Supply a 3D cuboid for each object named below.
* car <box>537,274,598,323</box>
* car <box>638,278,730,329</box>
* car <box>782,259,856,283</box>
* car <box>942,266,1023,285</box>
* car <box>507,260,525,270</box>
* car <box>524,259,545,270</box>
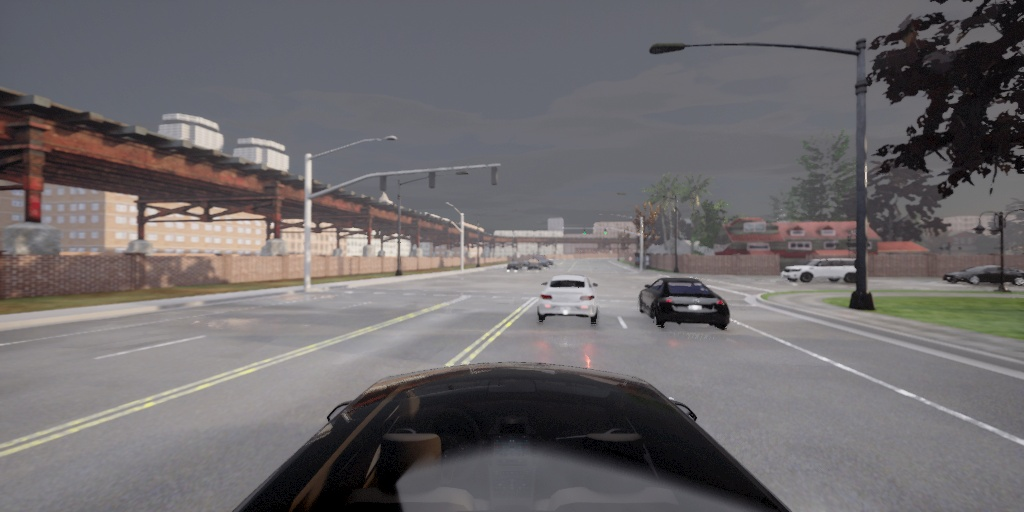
[{"bbox_3d":[1.985,1.356,12.474,1.812,1.442,4.674,0,0,11],"label":"car"},{"bbox_3d":[5.438,1.401,11.824,1.994,1.385,4.181,0,0,11],"label":"car"},{"bbox_3d":[26.683,1.255,30.901,5.566,2.045,2.150,0,0,9],"label":"car"},{"bbox_3d":[38.116,1.559,28.907,4.892,1.490,1.837,0,0,10],"label":"car"},{"bbox_3d":[0.508,1.563,59.370,2.033,1.411,5.357,0,0,12],"label":"car"},{"bbox_3d":[3.728,1.587,57.643,1.994,1.385,4.181,0,0,12],"label":"car"}]
